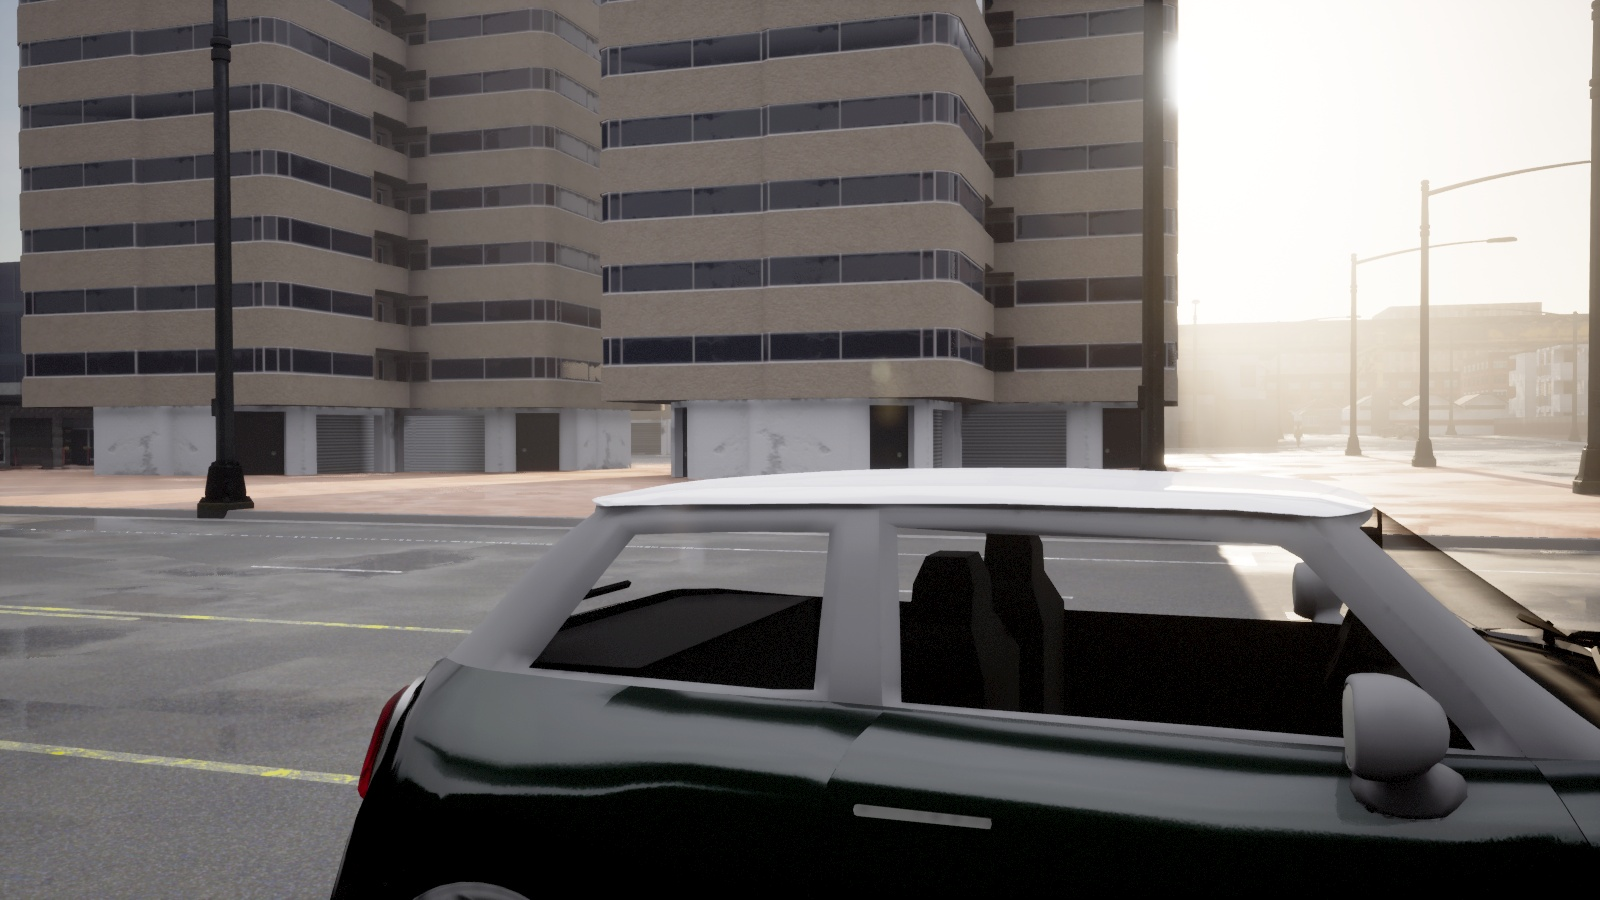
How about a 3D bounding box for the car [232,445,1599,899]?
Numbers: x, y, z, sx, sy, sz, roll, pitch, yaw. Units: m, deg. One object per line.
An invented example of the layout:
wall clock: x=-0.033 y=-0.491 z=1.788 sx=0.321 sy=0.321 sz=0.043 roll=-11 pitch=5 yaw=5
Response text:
car: x=0.941 y=0.749 z=2.925 sx=3.806 sy=1.475 sz=1.970 roll=1 pitch=1 yaw=19
